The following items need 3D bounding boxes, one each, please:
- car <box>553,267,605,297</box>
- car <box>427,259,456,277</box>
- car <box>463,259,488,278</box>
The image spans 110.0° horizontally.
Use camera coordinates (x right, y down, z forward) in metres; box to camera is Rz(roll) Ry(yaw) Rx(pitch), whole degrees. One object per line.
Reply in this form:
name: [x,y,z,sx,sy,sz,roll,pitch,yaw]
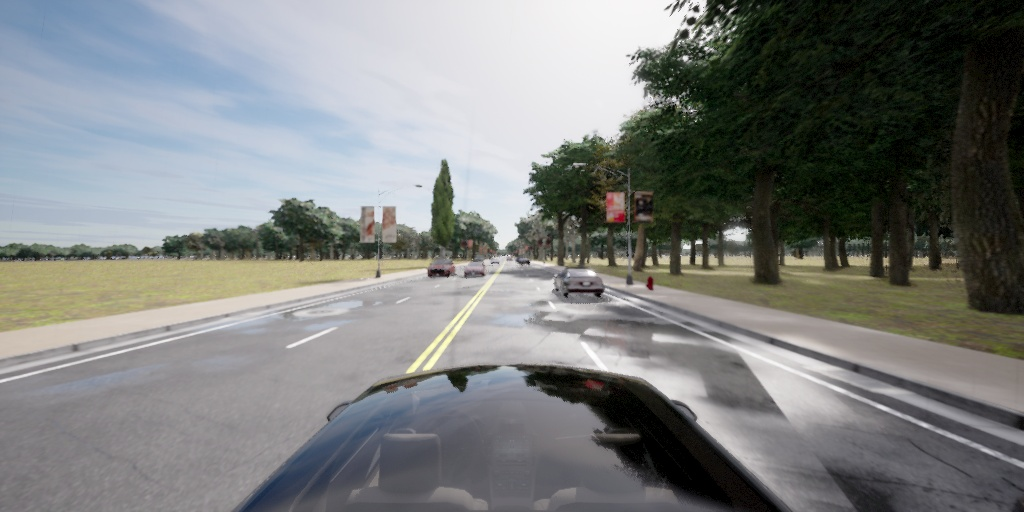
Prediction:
car: [3.330,1.284,18.581,2.033,1.411,5.357,0,0,0]
car: [-6.654,1.078,34.287,2.097,1.767,4.553,0,0,0]
car: [-3.403,1.252,33.771,1.812,1.442,4.674,0,0,0]
